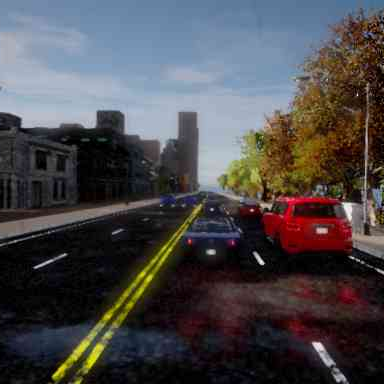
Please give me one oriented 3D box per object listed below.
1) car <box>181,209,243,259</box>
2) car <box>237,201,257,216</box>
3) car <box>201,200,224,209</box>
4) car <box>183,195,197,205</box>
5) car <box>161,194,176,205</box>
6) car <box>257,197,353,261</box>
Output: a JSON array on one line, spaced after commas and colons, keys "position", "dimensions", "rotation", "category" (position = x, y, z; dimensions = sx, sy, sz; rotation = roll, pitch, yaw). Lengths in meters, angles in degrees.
[{"position": [0.740, 1.534, 12.363], "dimensions": [1.895, 1.301, 4.718], "rotation": [1, 0, 4], "category": "car"}, {"position": [5.024, 1.454, 29.065], "dimensions": [1.994, 1.385, 4.181], "rotation": [1, 0, 4], "category": "car"}, {"position": [1.787, 1.407, 29.322], "dimensions": [1.994, 1.385, 4.181], "rotation": [1, 0, 4], "category": "car"}, {"position": [-0.319, 1.159, 50.687], "dimensions": [1.882, 1.535, 5.008], "rotation": [1, 1, 4], "category": "car"}, {"position": [-3.562, 1.113, 50.885], "dimensions": [1.882, 1.535, 5.008], "rotation": [1, 1, 4], "category": "car"}, {"position": [4.008, 1.202, 12.445], "dimensions": [2.150, 2.045, 5.566], "rotation": [1, 1, 4], "category": "car"}]
